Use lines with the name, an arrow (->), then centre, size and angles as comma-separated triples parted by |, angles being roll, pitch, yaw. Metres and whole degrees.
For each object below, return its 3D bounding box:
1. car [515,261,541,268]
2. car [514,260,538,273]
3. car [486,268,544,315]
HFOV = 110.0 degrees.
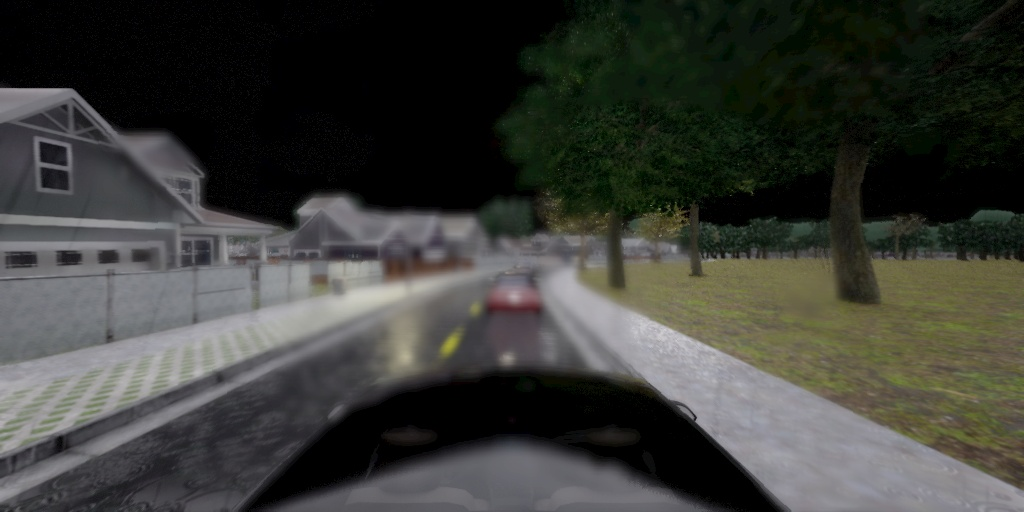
car -> 1.204, 1.269, 28.717 | 2.128, 1.511, 4.902 | 0, 0, 8
car -> 1.920, 1.330, 47.086 | 2.033, 1.411, 5.357 | 1, 0, 16
car -> 0.129, 1.312, 13.507 | 1.994, 1.385, 4.181 | 0, 0, 1
